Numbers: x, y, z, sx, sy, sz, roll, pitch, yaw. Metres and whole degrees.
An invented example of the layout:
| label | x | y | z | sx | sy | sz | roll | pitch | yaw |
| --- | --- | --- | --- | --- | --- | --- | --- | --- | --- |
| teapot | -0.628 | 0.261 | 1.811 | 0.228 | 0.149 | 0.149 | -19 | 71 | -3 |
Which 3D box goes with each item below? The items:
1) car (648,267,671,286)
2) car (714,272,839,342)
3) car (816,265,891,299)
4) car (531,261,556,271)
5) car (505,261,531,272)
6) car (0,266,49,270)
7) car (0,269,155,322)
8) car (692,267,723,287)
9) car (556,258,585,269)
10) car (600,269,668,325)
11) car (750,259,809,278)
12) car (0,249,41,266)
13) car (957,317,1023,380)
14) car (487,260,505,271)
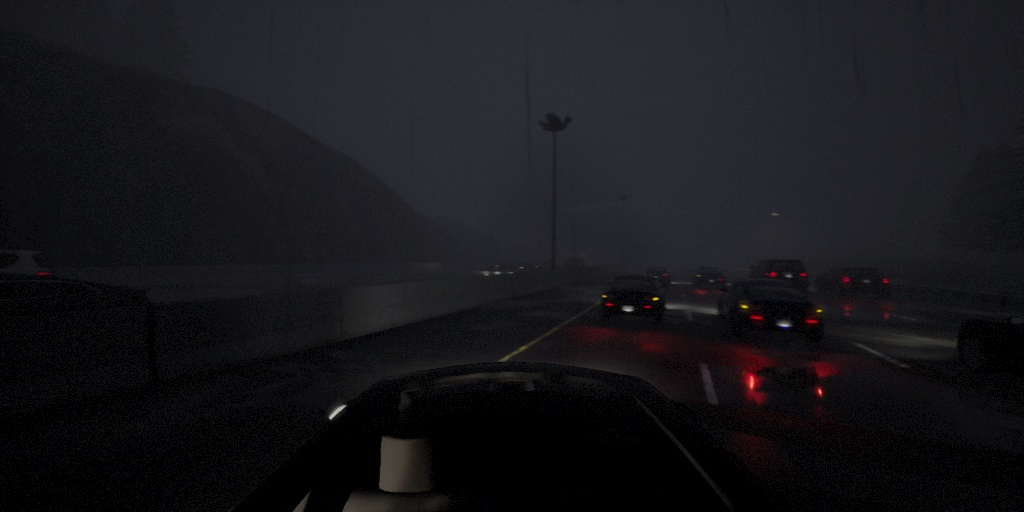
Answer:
| label | x | y | z | sx | sy | sz | roll | pitch | yaw |
| --- | --- | --- | --- | --- | --- | --- | --- | --- | --- |
| car | 11.087 | 1.497 | 27.487 | 1.994 | 1.385 | 4.181 | 1 | 0 | 24 |
| car | 7.168 | 1.380 | 10.283 | 1.812 | 1.442 | 4.674 | 1 | 0 | 24 |
| car | 19.655 | 1.379 | 20.928 | 2.097 | 1.767 | 4.553 | 1 | 0 | 24 |
| car | 4.687 | 1.414 | 47.673 | 1.882 | 1.535 | 5.008 | 1 | 0 | 24 |
| car | 1.493 | 1.469 | 49.105 | 2.033 | 1.411 | 5.357 | 1 | 0 | 24 |
| car | -13.286 | 1.103 | 8.157 | 1.837 | 1.490 | 4.892 | 1 | 0 | 26 |
| car | -10.093 | 1.126 | 6.727 | 2.128 | 1.511 | 4.902 | 1 | 0 | 26 |
| car | 14.252 | 1.496 | 26.023 | 1.812 | 1.442 | 4.674 | 1 | 0 | 24 |
| car | 7.871 | 1.239 | 46.214 | 2.150 | 2.045 | 5.566 | 1 | 0 | 24 |
| car | 4.260 | 1.348 | 12.342 | 1.812 | 1.442 | 4.674 | 1 | 0 | 24 |
| car | 16.467 | 1.212 | 22.365 | 2.150 | 2.045 | 5.566 | 1 | 0 | 24 |
| car | -16.526 | 0.781 | 9.458 | 2.150 | 2.045 | 5.566 | 1 | 0 | 26 |
| car | 8.431 | 1.337 | 4.594 | 1.882 | 1.535 | 5.008 | 1 | 0 | 25 |
| car | -1.700 | 1.333 | 50.537 | 1.882 | 1.535 | 5.008 | 1 | 0 | 24 |
